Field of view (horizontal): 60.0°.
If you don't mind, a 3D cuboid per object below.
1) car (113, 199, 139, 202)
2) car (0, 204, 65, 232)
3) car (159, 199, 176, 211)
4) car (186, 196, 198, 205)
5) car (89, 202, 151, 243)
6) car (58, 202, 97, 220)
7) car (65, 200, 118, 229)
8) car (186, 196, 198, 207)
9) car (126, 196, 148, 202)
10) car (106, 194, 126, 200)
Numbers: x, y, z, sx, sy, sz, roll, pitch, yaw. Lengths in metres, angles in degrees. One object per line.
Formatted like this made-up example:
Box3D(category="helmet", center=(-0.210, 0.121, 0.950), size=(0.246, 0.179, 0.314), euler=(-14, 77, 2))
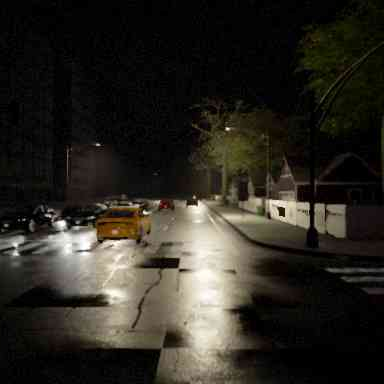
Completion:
Box3D(category="car", center=(-6.588, 1.625, 31.644), size=(1.895, 1.301, 4.718), euler=(0, 0, 0))
Box3D(category="car", center=(-9.844, 1.502, 20.092), size=(2.128, 1.511, 4.902), euler=(0, 0, 0))
Box3D(category="car", center=(-3.145, 1.563, 41.843), size=(1.812, 1.442, 4.674), euler=(0, 0, 0))
Box3D(category="car", center=(0.008, 1.565, 61.433), size=(2.128, 1.511, 4.902), euler=(0, 0, 0))
Box3D(category="car", center=(-3.148, 1.485, 16.041), size=(1.882, 1.535, 5.008), euler=(0, 0, 0))
Box3D(category="car", center=(-9.840, 1.585, 28.986), size=(1.994, 1.385, 4.181), euler=(0, 0, 0))
Box3D(category="car", center=(-6.591, 1.504, 21.660), size=(2.128, 1.511, 4.902), euler=(0, 0, 0))
Box3D(category="car", center=(0.007, 1.600, 51.014), size=(2.033, 1.411, 5.357), euler=(0, 0, 0))
Box3D(category="car", center=(-6.581, 1.530, 42.242), size=(2.128, 1.511, 4.902), euler=(0, 0, 0))
Box3D(category="car", center=(-9.819, 1.262, 43.525), size=(2.150, 2.045, 5.566), euler=(0, 0, 0))
